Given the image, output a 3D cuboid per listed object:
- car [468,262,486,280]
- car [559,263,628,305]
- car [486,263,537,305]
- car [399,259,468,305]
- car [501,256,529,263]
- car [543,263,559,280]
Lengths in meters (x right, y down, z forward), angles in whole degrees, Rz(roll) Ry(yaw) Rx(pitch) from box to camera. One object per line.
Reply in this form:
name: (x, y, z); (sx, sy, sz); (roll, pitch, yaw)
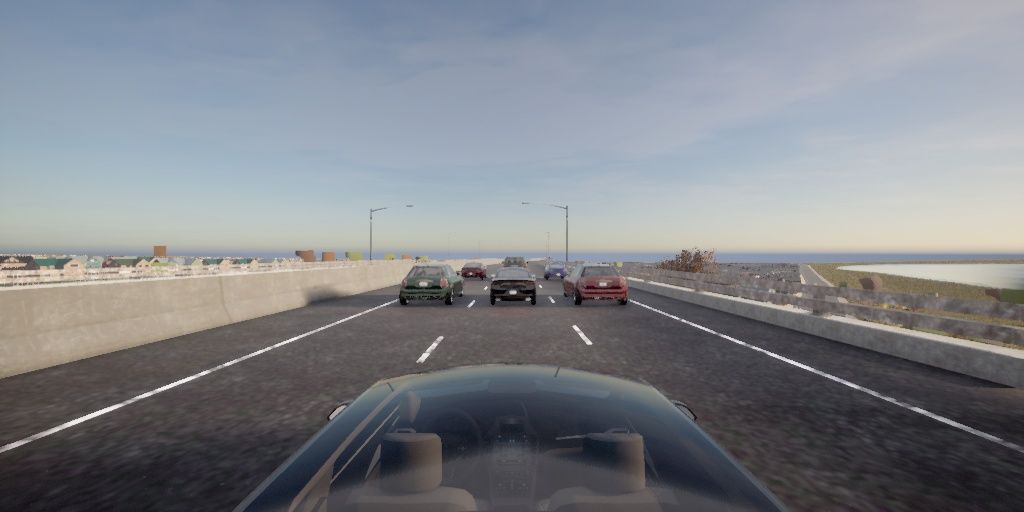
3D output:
car: (-3.245, 1.258, 31.131); (1.882, 1.535, 5.008); (0, 0, 1)
car: (3.562, 1.122, 16.087); (2.097, 1.767, 4.553); (0, 0, 0)
car: (0.063, 1.240, 16.147); (1.882, 1.535, 5.008); (0, 0, 0)
car: (-3.437, 1.121, 16.146); (2.097, 1.767, 4.553); (0, 0, 0)
car: (0.255, 1.031, 31.101); (2.150, 2.045, 5.566); (0, 0, 1)
car: (3.754, 1.307, 31.011); (1.812, 1.442, 4.674); (0, 0, 1)
